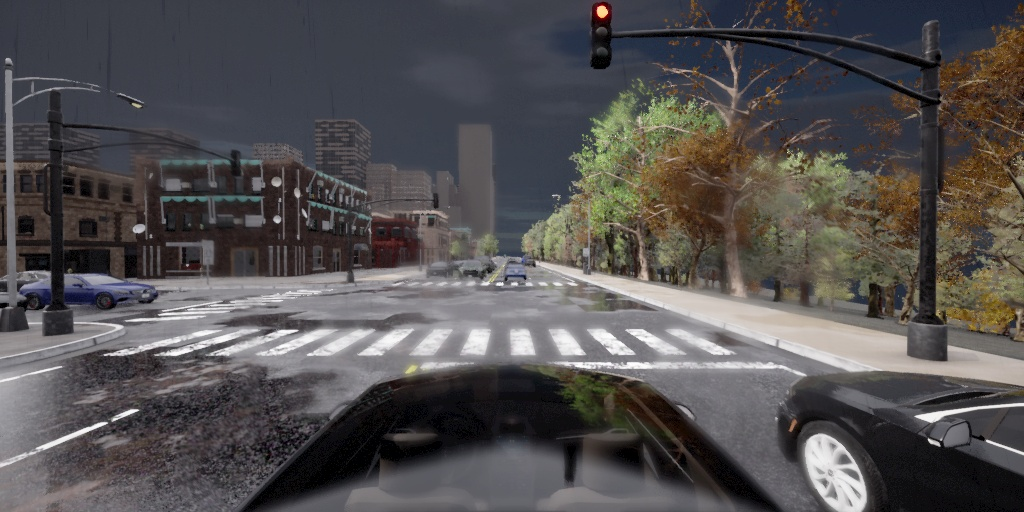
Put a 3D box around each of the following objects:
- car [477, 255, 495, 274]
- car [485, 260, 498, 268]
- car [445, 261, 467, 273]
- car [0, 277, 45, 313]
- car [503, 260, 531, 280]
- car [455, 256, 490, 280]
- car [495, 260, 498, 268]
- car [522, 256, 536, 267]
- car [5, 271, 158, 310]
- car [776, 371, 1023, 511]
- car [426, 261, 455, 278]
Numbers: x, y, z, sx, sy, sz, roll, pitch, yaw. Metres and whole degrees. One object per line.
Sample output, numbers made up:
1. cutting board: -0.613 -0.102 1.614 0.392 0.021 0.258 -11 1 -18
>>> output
1. car: -3.435 0.958 41.278 2.150 2.045 5.566 0 0 0
2. car: -3.449 1.329 61.065 1.895 1.301 4.718 0 0 1
3. car: -6.683 1.336 43.487 1.895 1.301 4.718 0 0 0
4. car: -19.973 1.565 12.639 4.313 1.339 1.948 0 0 0
5. car: 0.216 1.288 31.239 2.033 1.411 5.357 0 0 -2
6. car: -3.413 1.093 31.699 2.097 1.767 4.553 0 0 0
7. car: -3.457 1.296 50.784 1.994 1.385 4.181 0 0 0
8. car: 3.203 1.231 63.662 1.837 1.490 4.892 0 0 0
9. car: -18.095 1.475 15.378 4.674 1.442 1.812 -1 1 -1
10. car: 3.366 1.255 1.263 1.837 1.490 4.892 0 0 -2
11. car: -6.664 1.217 33.525 1.882 1.535 5.008 0 0 0
